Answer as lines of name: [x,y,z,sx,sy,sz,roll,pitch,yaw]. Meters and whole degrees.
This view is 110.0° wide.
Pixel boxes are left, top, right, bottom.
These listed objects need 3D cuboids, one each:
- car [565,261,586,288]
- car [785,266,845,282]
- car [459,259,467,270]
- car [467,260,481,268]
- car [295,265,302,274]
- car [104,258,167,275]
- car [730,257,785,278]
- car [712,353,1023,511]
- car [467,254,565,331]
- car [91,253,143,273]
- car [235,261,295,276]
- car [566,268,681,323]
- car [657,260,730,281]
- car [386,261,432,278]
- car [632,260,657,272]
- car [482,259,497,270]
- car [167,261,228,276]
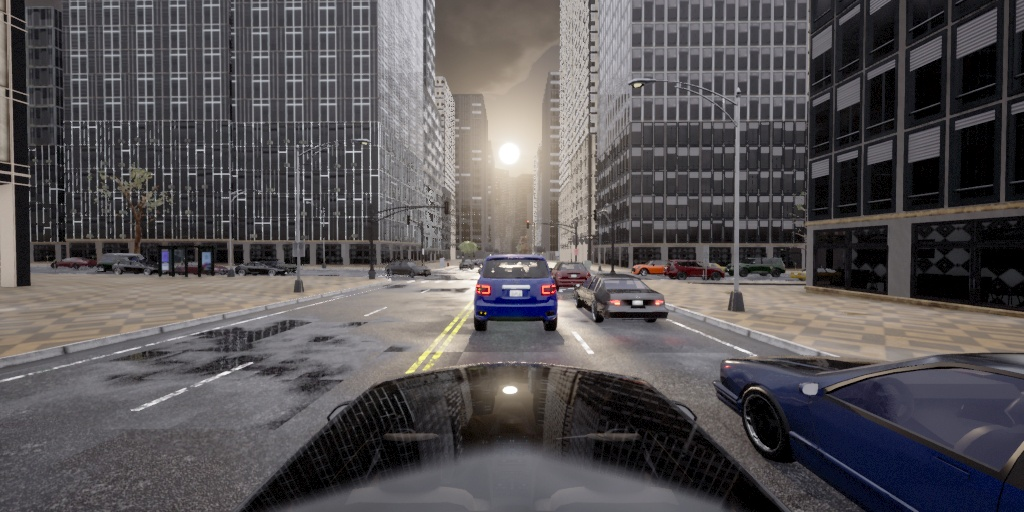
car: [3.345,1.092,21.492,2.097,1.767,4.553,0,0,0]
car: [27.636,1.578,31.951,4.829,1.417,1.751,0,0,1]
car: [-6.611,1.219,52.547,1.837,1.490,4.892,0,0,-1]
car: [-6.582,1.303,62.850,1.895,1.301,4.718,0,0,0]
car: [-23.452,1.158,35.388,4.718,1.301,1.895,1,1,1]
car: [-34.102,1.069,32.971,4.313,1.339,1.948,0,0,1]
car: [25.560,1.163,37.761,5.566,2.045,2.150,1,1,1]
car: [3.351,1.297,1.905,2.033,1.411,5.357,0,0,1]
car: [0.096,0.967,11.081,2.150,2.045,5.566,0,0,0]
car: [-38.175,0.775,35.703,4.553,1.767,2.097,1,1,2]
car: [-22.738,1.173,32.667,4.313,1.339,1.948,0,0,1]
car: [3.349,1.293,12.085,2.033,1.411,5.357,0,0,0]
car: [16.187,1.268,32.146,5.009,1.841,2.192,0,0,1]
car: [-9.574,1.220,33.146,4.892,1.490,1.837,0,-1,32]
car: [15.030,1.202,37.919,4.553,1.767,2.097,0,1,0]
car: [-3.346,1.191,53.439,1.882,1.535,5.008,0,0,0]
car: [-28.422,1.138,32.799,4.207,1.307,1.802,0,0,1]
